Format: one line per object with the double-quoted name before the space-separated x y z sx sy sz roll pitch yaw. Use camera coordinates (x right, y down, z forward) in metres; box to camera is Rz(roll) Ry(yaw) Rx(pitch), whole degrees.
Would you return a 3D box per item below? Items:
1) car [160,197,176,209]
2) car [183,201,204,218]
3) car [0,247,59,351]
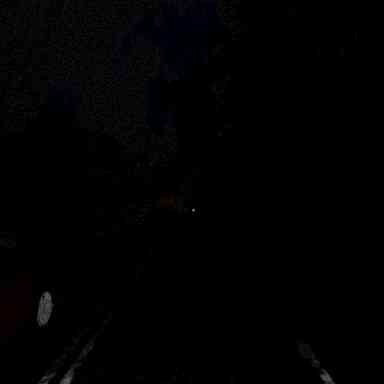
"car" -3.283 1.493 45.478 1.882 1.535 5.008 0 0 0
"car" 0.134 1.563 30.485 2.033 1.411 5.357 0 0 0
"car" -3.348 1.478 4.021 1.882 1.535 5.008 0 0 0
